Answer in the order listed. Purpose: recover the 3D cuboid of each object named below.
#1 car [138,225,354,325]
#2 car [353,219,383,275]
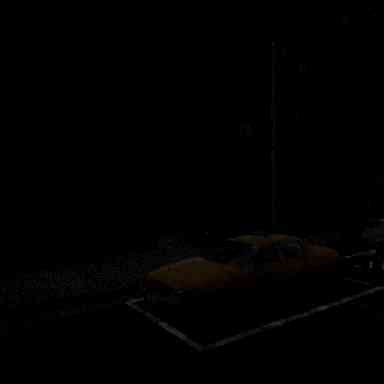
[{"bbox_3d":[1.257,1.524,7.085,4.829,1.417,1.752,0,0,-35],"label":"car"},{"bbox_3d":[5.803,1.549,10.327,4.403,1.369,2.008,0,0,-35],"label":"car"}]
